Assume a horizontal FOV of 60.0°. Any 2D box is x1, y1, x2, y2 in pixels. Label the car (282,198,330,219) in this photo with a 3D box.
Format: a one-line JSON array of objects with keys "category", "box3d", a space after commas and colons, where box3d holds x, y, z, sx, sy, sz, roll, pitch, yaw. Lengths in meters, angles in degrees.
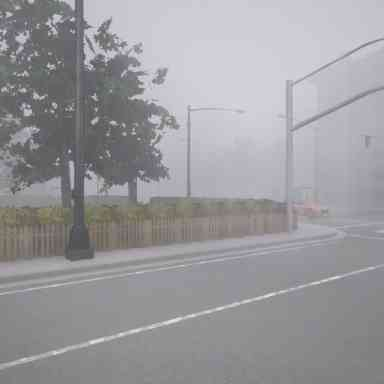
[{"category": "car", "box3d": [9.849, 1.352, 29.547, 2.097, 1.767, 4.553, 0, 0, -35]}]
